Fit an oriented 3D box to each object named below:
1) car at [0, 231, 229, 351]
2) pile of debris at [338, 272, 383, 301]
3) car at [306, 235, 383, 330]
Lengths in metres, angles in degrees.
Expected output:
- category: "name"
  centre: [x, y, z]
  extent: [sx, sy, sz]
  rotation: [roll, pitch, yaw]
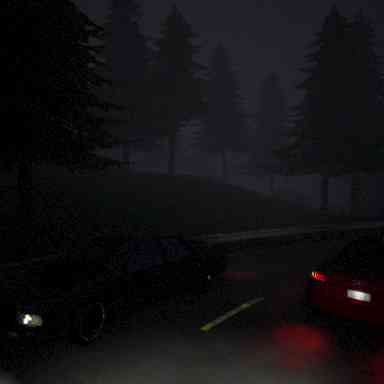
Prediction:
- category: "car"
  centre: [-1.228, 1.555, 6.768]
  extent: [2.033, 1.411, 5.357]
  rotation: [0, 0, 36]
- category: "pile of debris"
  centre: [4.538, 2.185, 7.609]
  extent: [1.860, 0.140, 1.500]
  rotation: [0, 0, -39]
- category: "car"
  centre: [3.970, 1.568, 6.600]
  extent: [1.994, 1.385, 4.181]
  rotation: [1, 1, 44]
